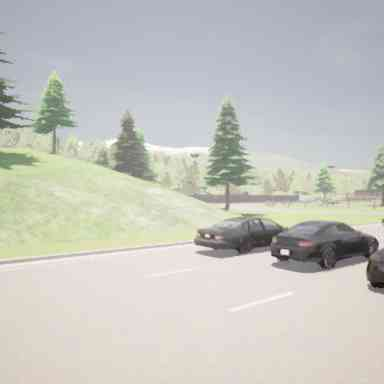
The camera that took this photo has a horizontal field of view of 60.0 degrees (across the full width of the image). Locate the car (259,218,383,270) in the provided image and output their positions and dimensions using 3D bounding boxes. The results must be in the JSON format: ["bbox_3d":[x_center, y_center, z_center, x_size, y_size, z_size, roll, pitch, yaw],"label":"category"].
[{"bbox_3d":[4.709,1.703,11.682,4.674,1.442,1.812,0,-1,-37],"label":"car"}]

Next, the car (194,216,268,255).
[{"bbox_3d":[2.612,1.777,14.480,5.357,1.411,2.033,1,-1,-37],"label":"car"}]

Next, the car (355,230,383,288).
[{"bbox_3d":[6.256,1.686,8.467,4.181,1.385,1.994,0,-1,-37],"label":"car"}]
